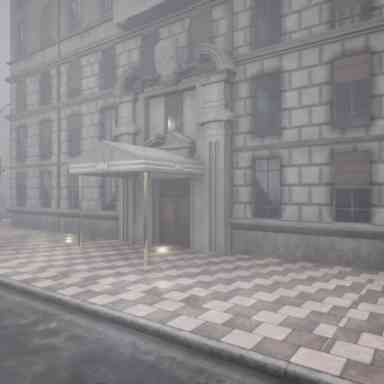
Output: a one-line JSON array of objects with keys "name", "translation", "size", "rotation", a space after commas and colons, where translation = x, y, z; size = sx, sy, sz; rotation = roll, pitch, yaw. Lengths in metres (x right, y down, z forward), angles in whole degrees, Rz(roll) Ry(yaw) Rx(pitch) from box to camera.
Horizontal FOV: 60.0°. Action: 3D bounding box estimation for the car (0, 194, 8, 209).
[{"name": "car", "translation": [-26.766, 1.221, 42.717], "size": [2.150, 2.045, 5.566], "rotation": [0, 0, 35]}]
